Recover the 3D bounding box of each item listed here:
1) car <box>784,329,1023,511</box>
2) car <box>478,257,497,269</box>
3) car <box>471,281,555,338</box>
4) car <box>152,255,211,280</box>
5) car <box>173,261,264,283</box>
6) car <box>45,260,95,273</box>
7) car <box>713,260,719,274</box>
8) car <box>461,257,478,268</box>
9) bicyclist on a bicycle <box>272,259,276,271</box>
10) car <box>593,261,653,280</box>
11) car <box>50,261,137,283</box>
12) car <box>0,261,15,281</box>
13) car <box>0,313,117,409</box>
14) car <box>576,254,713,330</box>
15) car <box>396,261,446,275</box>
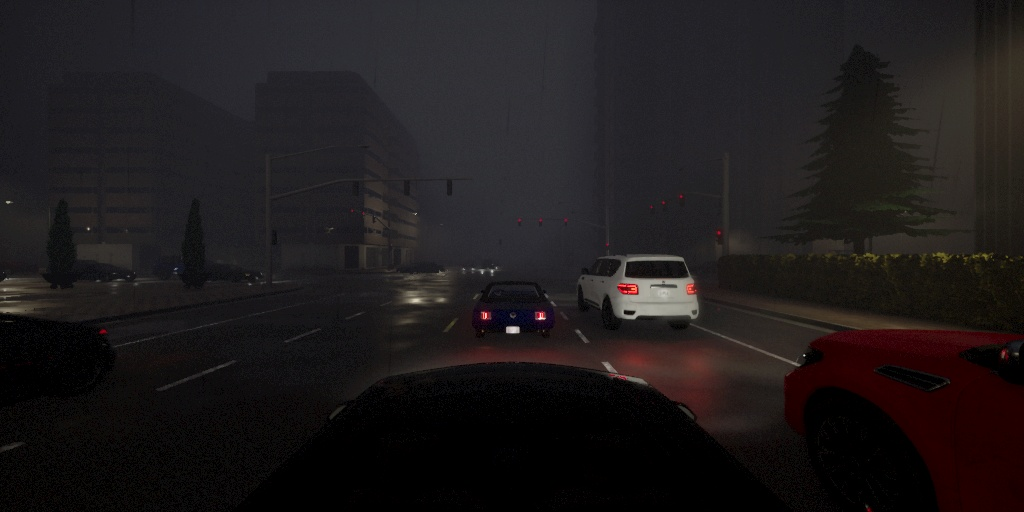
[{"bbox_3d":[3.601,0.971,0.938,2.150,2.045,5.566,0,0,0],"label":"car"},{"bbox_3d":[-3.675,1.255,55.476,1.837,1.490,4.892,0,0,0],"label":"car"},{"bbox_3d":[0.044,1.351,10.171,1.895,1.301,4.718,0,0,0],"label":"car"},{"bbox_3d":[-27.502,0.972,30.842,5.566,2.045,2.150,0,0,0],"label":"car"},{"bbox_3d":[-22.006,1.297,27.272,5.357,1.411,2.033,0,0,1],"label":"car"},{"bbox_3d":[-36.971,1.102,30.927,4.553,1.767,2.097,0,0,1],"label":"car"},{"bbox_3d":[20.822,1.228,37.631,5.008,1.535,1.882,0,0,1],"label":"car"},{"bbox_3d":[-7.166,1.275,59.965,1.812,1.442,4.674,0,0,0],"label":"car"},{"bbox_3d":[-28.697,1.051,42.836,0.582,1.620,1.656,0,0,0],"label":"bicyclist on a bicycle"},{"bbox_3d":[9.564,1.255,31.260,4.892,1.490,1.837,0,1,14],"label":"car"},{"bbox_3d":[-31.590,1.276,27.379,4.674,1.442,1.812,0,0,1],"label":"car"},{"bbox_3d":[-41.843,1.276,27.466,4.674,1.442,1.812,0,0,1],"label":"car"},{"bbox_3d":[-7.102,1.314,3.746,1.994,1.385,4.181,0,0,0],"label":"car"},{"bbox_3d":[3.575,0.971,11.300,2.150,2.045,5.566,0,0,-2],"label":"car"},{"bbox_3d":[-10.044,1.297,39.900,5.357,1.411,2.033,0,0,-43],"label":"car"}]
